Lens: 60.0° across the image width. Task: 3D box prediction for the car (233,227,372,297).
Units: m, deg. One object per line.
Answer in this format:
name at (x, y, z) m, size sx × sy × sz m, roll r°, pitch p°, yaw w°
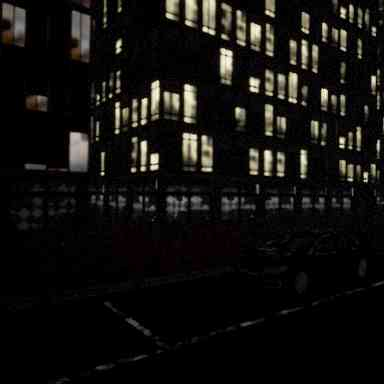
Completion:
car at (3.015, 1.630, 8.702) m, size 4.403 × 1.369 × 2.008 m, roll 1°, pitch 0°, yaw -35°
